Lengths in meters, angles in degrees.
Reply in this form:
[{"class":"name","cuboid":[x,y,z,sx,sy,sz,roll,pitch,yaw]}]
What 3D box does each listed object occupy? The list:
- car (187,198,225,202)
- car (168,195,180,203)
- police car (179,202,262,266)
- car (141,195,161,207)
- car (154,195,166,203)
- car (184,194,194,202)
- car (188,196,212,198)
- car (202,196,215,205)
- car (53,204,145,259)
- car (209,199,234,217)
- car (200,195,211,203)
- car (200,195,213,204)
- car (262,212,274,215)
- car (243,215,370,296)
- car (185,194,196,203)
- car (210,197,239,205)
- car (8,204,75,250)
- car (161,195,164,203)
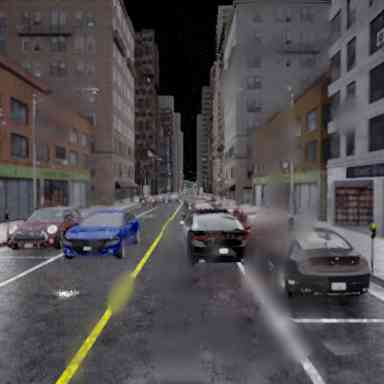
[{"class":"car","cuboid":[0.807,1.377,21.458,1.882,1.535,5.008,0,0,0]},{"class":"car","cuboid":[-3.268,1.264,60.403,1.812,1.442,4.674,0,0,0]},{"class":"police car","cuboid":[0.635,1.368,11.506,1.930,1.638,5.238,0,0,-5]},{"class":"car","cuboid":[-5.978,1.232,46.861,1.967,1.590,4.097,-1,0,0]},{"class":"car","cuboid":[-6.048,1.271,63.378,1.887,1.381,4.507,-1,0,0]},{"class":"car","cuboid":[-0.193,1.268,50.103,2.128,1.511,4.902,0,0,0]},{"class":"car","cuboid":[0.781,1.350,27.458,1.882,1.535,5.008,0,0,0]},{"class":"car","cuboid":[2.525,1.313,52.404,1.887,1.381,4.507,-1,0,0]},{"class":"car","cuboid":[-3.154,1.418,12.494,1.882,1.535,5.008,0,0,0]},{"class":"car","cuboid":[2.621,1.404,30.384,1.887,1.381,4.507,-1,0,0]},{"class":"car","cuboid":[2.476,1.269,63.415,1.887,1.381,4.507,-1,0,0]},{"class":"car","cuboid":[2.501,1.291,57.909,1.887,1.381,4.507,-1,0,0]},{"class":"car","cuboid":[2.693,1.478,13.869,1.887,1.381,4.507,-1,0,0]},{"class":"car","cuboid":[2.717,1.509,8.363,2.008,1.369,4.403,-1,0,0]},{"class":"car","cuboid":[-0.269,1.236,62.026,1.837,1.490,4.892,0,0,0]},{"class":"car","cuboid":[2.643,1.324,24.879,1.967,1.590,4.097,-1,0,0]},{"class":"car","cuboid":[-5.833,1.375,13.831,1.967,1.590,4.097,-1,0,0]},{"class":"car","cuboid":[-6.000,1.336,52.367,1.947,1.339,4.313,-1,0,0]}]
